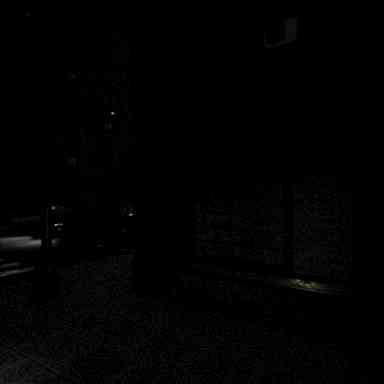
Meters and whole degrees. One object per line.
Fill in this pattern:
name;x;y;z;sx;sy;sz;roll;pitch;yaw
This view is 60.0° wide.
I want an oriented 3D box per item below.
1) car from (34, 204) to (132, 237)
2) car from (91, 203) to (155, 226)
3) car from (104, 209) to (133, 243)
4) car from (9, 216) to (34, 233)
car;-5.827;1.526;18.559;1.837;1.490;4.892;0;0;35
car;-4.895;1.587;24.223;2.008;1.369;4.403;0;0;36
car;-1.529;1.562;15.142;1.947;1.339;4.313;0;0;36
car;-8.147;1.557;19.685;1.752;1.417;4.829;0;0;36
